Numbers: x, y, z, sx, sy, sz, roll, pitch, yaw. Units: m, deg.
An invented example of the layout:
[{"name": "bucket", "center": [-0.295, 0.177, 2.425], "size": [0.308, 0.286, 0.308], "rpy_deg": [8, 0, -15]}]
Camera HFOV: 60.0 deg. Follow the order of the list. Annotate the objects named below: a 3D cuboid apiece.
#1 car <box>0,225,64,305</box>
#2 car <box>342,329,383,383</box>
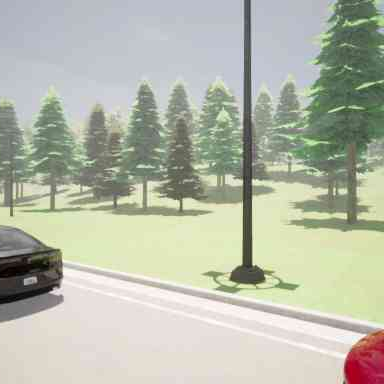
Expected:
[{"name": "car", "center": [-4.982, 1.478, 7.544], "size": [5.008, 1.535, 1.882], "rpy_deg": [0, 0, 36]}, {"name": "car", "center": [3.403, 1.478, 1.543], "size": [5.008, 1.535, 1.882], "rpy_deg": [0, 0, 36]}]
